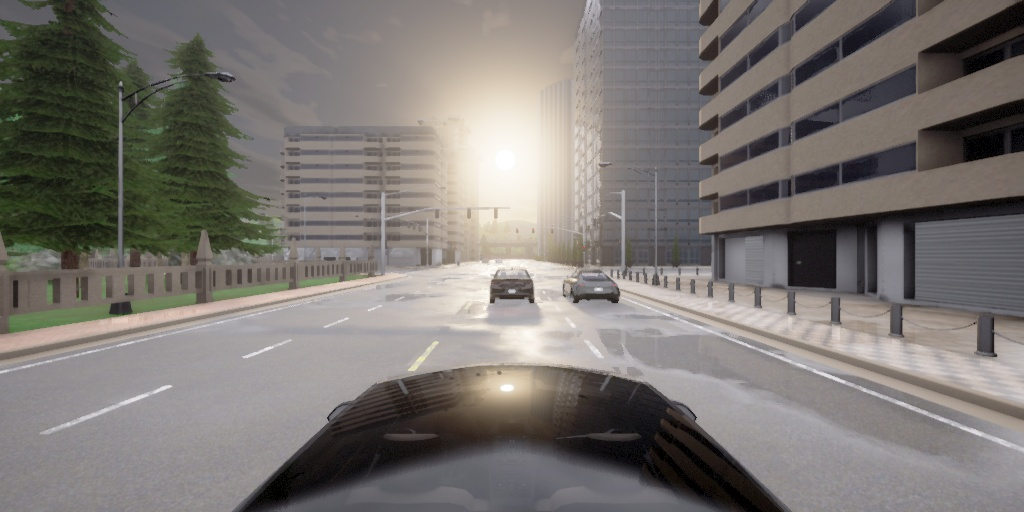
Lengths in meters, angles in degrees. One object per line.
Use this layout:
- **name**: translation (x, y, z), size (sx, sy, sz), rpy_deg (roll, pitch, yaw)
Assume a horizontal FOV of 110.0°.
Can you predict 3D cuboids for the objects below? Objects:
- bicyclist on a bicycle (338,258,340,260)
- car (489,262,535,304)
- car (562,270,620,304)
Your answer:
- **bicyclist on a bicycle**: translation (-26.081, 0.993, 54.432), size (0.582, 1.620, 1.656), rpy_deg (0, 0, 7)
- **car**: translation (0.000, 1.234, 16.500), size (1.882, 1.535, 5.008), rpy_deg (0, 0, 0)
- **car**: translation (3.500, 1.321, 16.500), size (1.994, 1.385, 4.181), rpy_deg (0, 0, 0)
